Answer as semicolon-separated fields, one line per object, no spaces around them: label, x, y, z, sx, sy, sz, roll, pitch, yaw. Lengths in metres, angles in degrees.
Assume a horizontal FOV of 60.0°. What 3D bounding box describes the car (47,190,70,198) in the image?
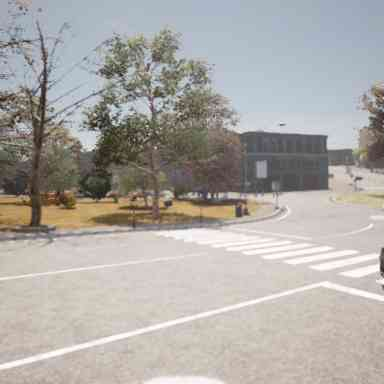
car;-29.547;0.456;73.810;2.097;1.535;5.008;0;2;18

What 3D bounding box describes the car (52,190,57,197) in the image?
car;-27.214;0.496;71.973;2.231;1.521;4.892;-1;2;18

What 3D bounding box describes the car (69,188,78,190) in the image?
car;-24.863;0.273;70.121;2.435;2.045;5.566;0;2;17

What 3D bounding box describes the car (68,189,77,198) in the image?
car;-22.499;0.571;68.317;2.163;1.488;4.792;0;2;17

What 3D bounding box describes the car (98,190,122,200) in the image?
car;-15.415;0.532;62.785;1.946;1.575;5.366;-1;1;17

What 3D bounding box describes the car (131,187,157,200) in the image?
car;-8.202;0.193;57.647;2.435;2.045;5.566;-1;1;16

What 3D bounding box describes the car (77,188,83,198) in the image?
car;-20.121;0.421;66.570;2.185;1.767;4.553;-1;2;17

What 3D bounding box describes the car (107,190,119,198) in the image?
car;-12.997;0.381;61.164;2.185;1.767;4.553;-2;1;16

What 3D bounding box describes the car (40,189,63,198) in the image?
car;-31.900;0.287;75.614;2.185;1.767;4.553;0;2;18

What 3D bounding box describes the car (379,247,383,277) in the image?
car;6.697;1.580;8.520;4.892;1.490;1.837;1;-1;-35

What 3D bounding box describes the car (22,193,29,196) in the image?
car;-38.856;0.274;81.206;2.097;1.535;5.008;0;2;19

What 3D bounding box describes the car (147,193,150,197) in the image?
car;-5.781;0.412;55.939;2.231;1.521;4.892;-1;1;16
